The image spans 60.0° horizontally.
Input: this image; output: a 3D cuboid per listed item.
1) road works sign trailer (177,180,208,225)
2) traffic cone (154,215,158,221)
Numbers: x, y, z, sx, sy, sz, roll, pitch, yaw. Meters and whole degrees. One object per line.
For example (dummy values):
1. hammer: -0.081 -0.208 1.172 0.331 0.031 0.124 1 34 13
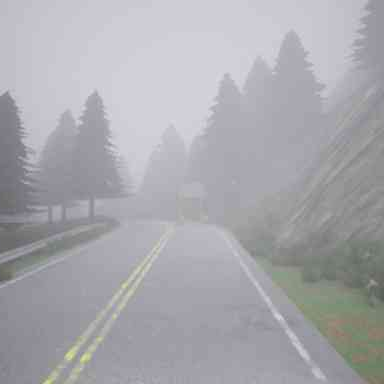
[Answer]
1. road works sign trailer: -0.135 0.873 27.509 2.380 3.560 2.880 1 -2 -17
2. traffic cone: -3.605 2.616 33.720 0.340 0.580 0.340 2 -4 -18
